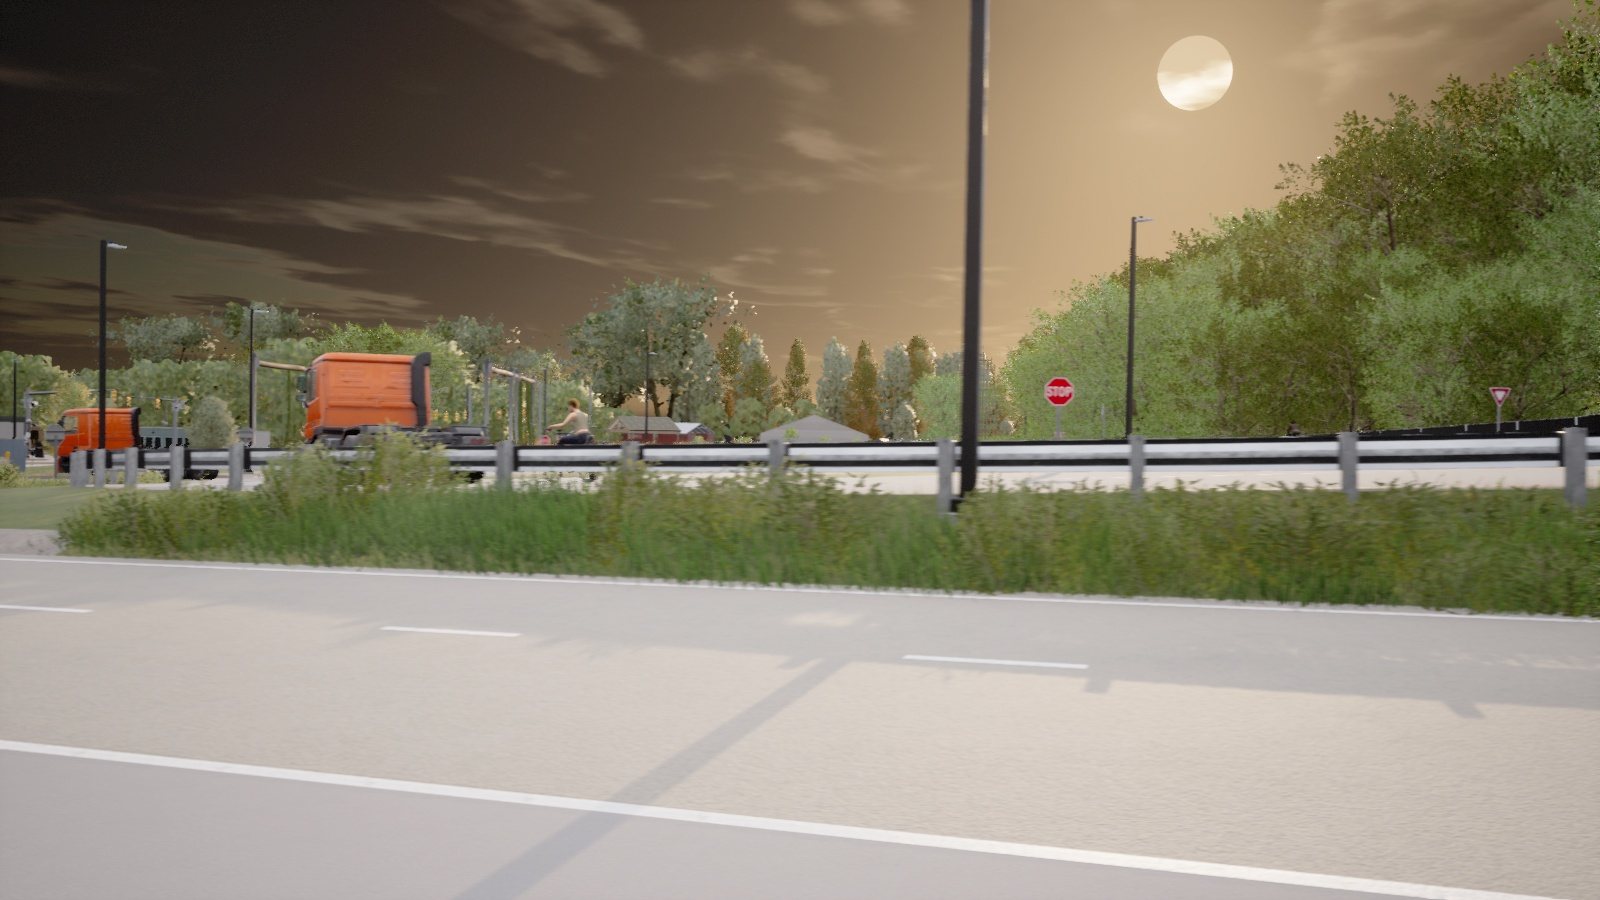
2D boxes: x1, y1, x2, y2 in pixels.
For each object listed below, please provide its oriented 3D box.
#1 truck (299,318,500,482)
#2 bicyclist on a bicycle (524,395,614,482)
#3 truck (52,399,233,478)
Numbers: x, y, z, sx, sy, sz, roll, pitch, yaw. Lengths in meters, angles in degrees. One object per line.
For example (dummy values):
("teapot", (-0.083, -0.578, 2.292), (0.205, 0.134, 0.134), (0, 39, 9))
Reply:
("truck", (-9.943, -0.953, 30.519), (2.891, 3.462, 7.936), (1, -2, -31))
("bicyclist on a bicycle", (-4.394, -0.200, 23.883), (1.509, 1.612, 0.866), (-1, -1, 35))
("truck", (-30.114, -0.521, 57.518), (7.936, 3.462, 2.891), (0, 1, 22))
